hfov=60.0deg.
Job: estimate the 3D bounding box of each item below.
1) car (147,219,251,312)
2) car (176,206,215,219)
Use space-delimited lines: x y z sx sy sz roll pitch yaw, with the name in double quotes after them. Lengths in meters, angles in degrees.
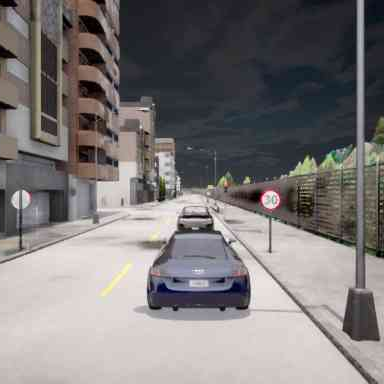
0.131 1.564 7.819 1.994 1.385 4.181 0 0 0 "car"
0.185 1.491 17.734 2.128 1.511 4.902 0 0 1 "car"
